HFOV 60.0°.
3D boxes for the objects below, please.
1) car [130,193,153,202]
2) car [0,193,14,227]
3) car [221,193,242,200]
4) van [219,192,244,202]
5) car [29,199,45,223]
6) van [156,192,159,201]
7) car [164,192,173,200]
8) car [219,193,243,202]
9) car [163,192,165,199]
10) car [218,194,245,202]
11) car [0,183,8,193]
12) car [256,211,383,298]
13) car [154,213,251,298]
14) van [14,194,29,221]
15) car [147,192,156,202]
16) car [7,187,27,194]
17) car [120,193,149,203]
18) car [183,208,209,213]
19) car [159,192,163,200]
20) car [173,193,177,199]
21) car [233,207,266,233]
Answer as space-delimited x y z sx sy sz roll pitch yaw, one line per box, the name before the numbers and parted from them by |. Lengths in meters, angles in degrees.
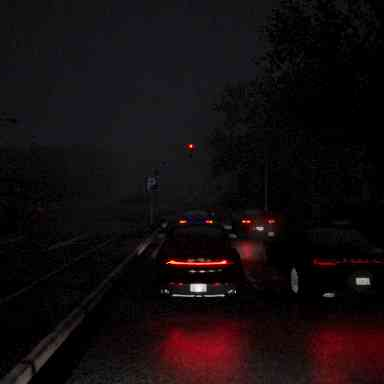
car | -10.416 1.196 68.694 4.553 1.767 2.185 -1 0 -14
car | -13.643 1.267 18.943 5.566 2.045 2.435 -1 0 -19
car | 9.809 1.129 82.927 4.553 1.767 2.185 1 0 -12
van | 7.558 1.042 65.268 4.442 1.987 1.878 1 0 -14
car | -13.525 1.403 24.957 4.553 1.767 2.185 -1 0 -19
van | -9.938 1.093 71.732 4.442 1.987 1.878 -1 0 -14
car | -8.086 1.357 86.675 4.674 1.452 2.002 -1 0 -12
car | 7.955 1.141 68.236 4.553 1.767 2.185 1 0 -13
car | -9.311 1.359 77.696 4.674 1.452 2.002 -1 0 -13
car | 8.504 1.264 71.227 5.366 1.575 1.946 1 0 -13
car | -30.934 -0.426 53.767 2.435 2.045 5.566 6 -3 -19
car | 3.140 1.488 8.573 1.882 1.535 5.008 0 0 0
car | 0.140 1.515 8.536 1.837 1.490 4.892 0 0 0
van | -13.513 1.297 21.979 4.442 1.987 1.878 -1 0 -19
car | -10.522 1.315 65.743 5.366 1.575 1.946 -1 0 -14
car | -27.940 0.137 53.694 2.002 1.452 4.674 6 -3 -19
car | -11.180 1.358 62.754 4.792 1.488 2.163 -1 0 -15
car | 0.216 1.551 17.660 1.812 1.442 4.674 0 0 1
car | -9.697 1.321 74.703 4.892 1.521 2.231 -1 0 -13
car | -7.623 1.064 89.679 5.566 2.045 2.435 -1 0 -12
car | 3.235 1.550 17.913 1.812 1.442 4.674 0 0 1
